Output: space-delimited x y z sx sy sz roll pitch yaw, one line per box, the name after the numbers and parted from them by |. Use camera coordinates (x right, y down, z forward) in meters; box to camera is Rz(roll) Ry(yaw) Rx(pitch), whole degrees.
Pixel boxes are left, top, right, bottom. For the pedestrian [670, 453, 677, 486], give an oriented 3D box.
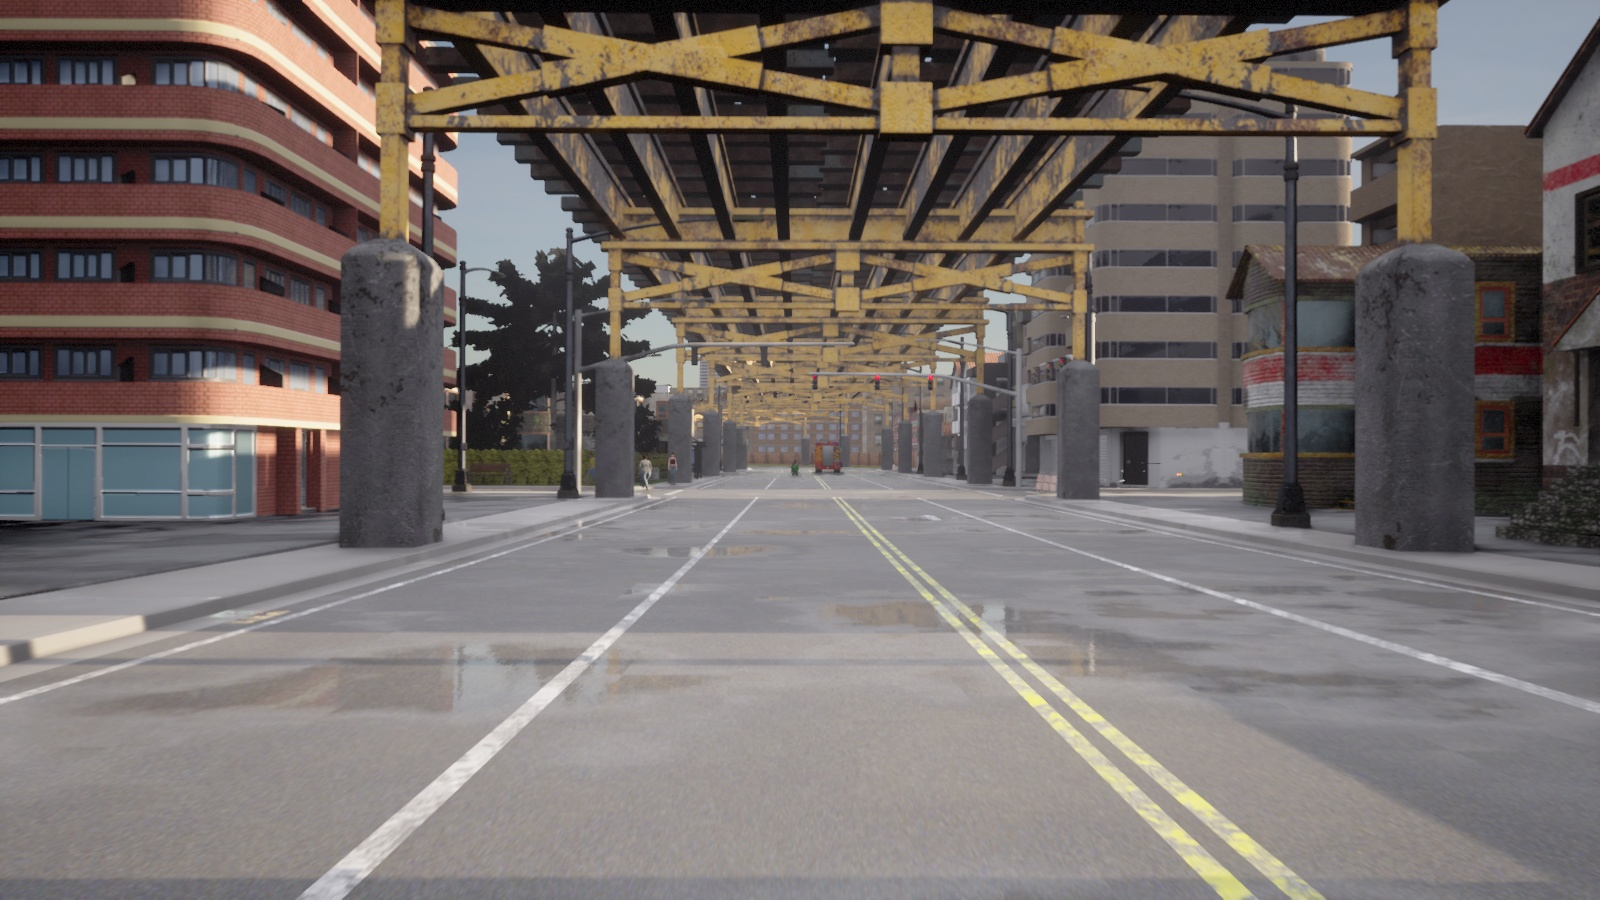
-7.088 1.096 70.340 0.345 1.836 0.594 0 0 -11 | pedestrian

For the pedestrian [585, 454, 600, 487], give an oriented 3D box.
-11.297 1.115 68.345 0.706 1.836 0.354 0 0 1 | pedestrian

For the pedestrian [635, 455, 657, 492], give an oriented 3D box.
-7.745 1.170 63.015 0.874 1.855 0.900 0 0 -22 | pedestrian
